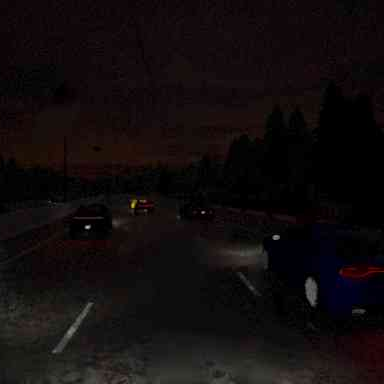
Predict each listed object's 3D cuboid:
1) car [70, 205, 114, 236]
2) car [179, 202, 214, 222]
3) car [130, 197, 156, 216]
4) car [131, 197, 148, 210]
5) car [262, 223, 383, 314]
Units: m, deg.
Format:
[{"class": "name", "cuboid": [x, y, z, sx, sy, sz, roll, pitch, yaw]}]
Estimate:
[{"class": "car", "cuboid": [-5.411, 1.458, 18.246, 2.128, 1.511, 4.902, 0, 0, -10]}, {"class": "car", "cuboid": [0.280, 1.495, 25.865, 2.033, 1.411, 5.357, 0, 0, -12]}, {"class": "car", "cuboid": [-4.601, 1.431, 32.047, 2.128, 1.511, 4.902, 0, 0, -12]}, {"class": "car", "cuboid": [-6.822, 1.397, 42.657, 1.882, 1.535, 5.008, 0, 0, -12]}, {"class": "car", "cuboid": [3.081, 1.459, 7.715, 1.882, 1.535, 5.008, 0, 0, -4]}]
